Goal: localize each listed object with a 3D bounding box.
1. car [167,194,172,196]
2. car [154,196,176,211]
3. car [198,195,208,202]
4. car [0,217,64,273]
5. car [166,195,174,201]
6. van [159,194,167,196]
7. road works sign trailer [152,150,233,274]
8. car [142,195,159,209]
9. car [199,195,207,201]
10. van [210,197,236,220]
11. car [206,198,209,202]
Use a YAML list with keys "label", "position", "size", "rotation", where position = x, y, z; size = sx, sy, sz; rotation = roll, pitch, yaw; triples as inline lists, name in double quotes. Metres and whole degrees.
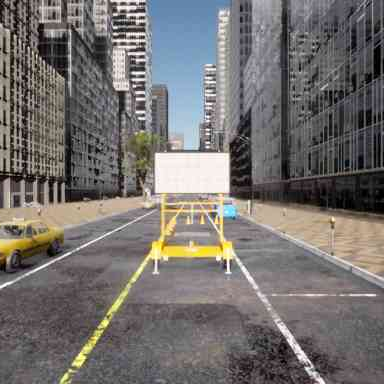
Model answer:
- label: "car"
  position: [-5.647, 1.562, 67.505]
  size: [2.008, 1.369, 4.403]
  rotation: [0, 0, 0]
- label: "car"
  position: [-2.974, 1.552, 40.385]
  size: [2.033, 1.411, 5.357]
  rotation: [0, 0, 0]
- label: "car"
  position: [2.737, 1.564, 73.166]
  size: [2.008, 1.369, 4.403]
  rotation: [0, 0, 0]
- label: "car"
  position: [-5.686, 1.526, 10.656]
  size: [1.752, 1.417, 4.829]
  rotation: [0, 0, 0]
- label: "car"
  position: [-5.636, 1.541, 84.339]
  size: [1.752, 1.417, 4.829]
  rotation: [0, 0, 0]
- label: "van"
  position: [-5.655, 1.350, 56.169]
  size: [1.690, 1.788, 3.998]
  rotation: [0, 0, 0]
- label: "road works sign trailer"
  position: [0.006, 0.465, 10.558]
  size: [2.380, 3.560, 2.880]
  rotation: [0, 0, 0]
- label: "car"
  position: [-5.663, 1.531, 44.663]
  size: [1.752, 1.417, 4.829]
  rotation: [0, 0, 0]
- label: "car"
  position: [2.745, 1.561, 84.502]
  size: [1.887, 1.381, 4.507]
  rotation: [0, 0, 0]
- label: "van"
  position: [2.706, 1.344, 27.822]
  size: [1.690, 1.788, 3.998]
  rotation: [0, 0, 0]
- label: "car"
  position: [2.710, 1.529, 33.660]
  size: [1.752, 1.417, 4.829]
  rotation: [0, 0, 0]
